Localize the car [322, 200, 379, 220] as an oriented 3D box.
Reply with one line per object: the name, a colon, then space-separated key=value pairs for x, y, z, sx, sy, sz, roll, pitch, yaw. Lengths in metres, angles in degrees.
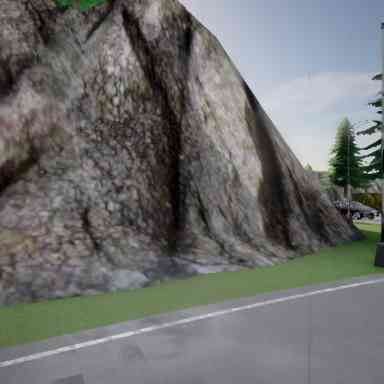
car: x=13.446 y=1.492 z=28.490 sx=2.128 sy=1.511 sz=4.902 roll=0 pitch=0 yaw=-25
